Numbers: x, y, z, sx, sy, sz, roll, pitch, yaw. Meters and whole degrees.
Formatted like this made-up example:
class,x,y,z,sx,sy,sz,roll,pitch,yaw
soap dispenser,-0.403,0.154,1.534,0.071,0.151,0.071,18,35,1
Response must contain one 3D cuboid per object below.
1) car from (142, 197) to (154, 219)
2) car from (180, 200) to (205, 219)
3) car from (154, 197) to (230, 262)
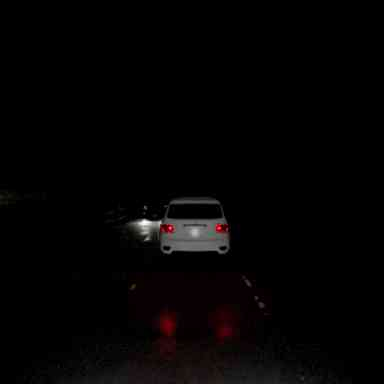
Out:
class,x,y,z,sx,sy,sz,roll,pitch,yaw
car,-2.860,1.233,27.748,2.097,1.767,4.553,0,0,0
car,0.080,1.440,28.610,1.994,1.385,4.181,0,0,0
car,0.088,1.181,12.021,2.150,2.045,5.566,0,0,0
